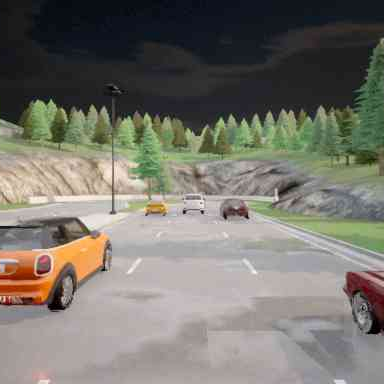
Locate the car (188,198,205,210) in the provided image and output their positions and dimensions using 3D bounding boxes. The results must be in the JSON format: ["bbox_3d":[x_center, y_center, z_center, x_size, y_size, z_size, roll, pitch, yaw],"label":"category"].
[{"bbox_3d":[0.668,1.564,44.595,1.994,1.385,4.181,0,0,6],"label":"car"}]

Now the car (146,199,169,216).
[{"bbox_3d":[-3.374,1.477,33.030,1.882,1.535,5.008,0,0,0],"label":"car"}]

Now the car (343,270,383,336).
[{"bbox_3d":[3.602,1.600,3.775,1.895,1.301,4.718,0,0,0],"label":"car"}]

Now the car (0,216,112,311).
[{"bbox_3d":[-3.396,1.352,7.928,2.097,1.767,4.553,0,0,0],"label":"car"}]

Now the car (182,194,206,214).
[{"bbox_3d":[0.153,1.221,35.248,2.150,2.045,5.566,0,0,0],"label":"car"}]

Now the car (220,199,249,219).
[{"bbox_3d":[3.613,1.351,29.095,2.097,1.767,4.553,0,0,0],"label":"car"}]
